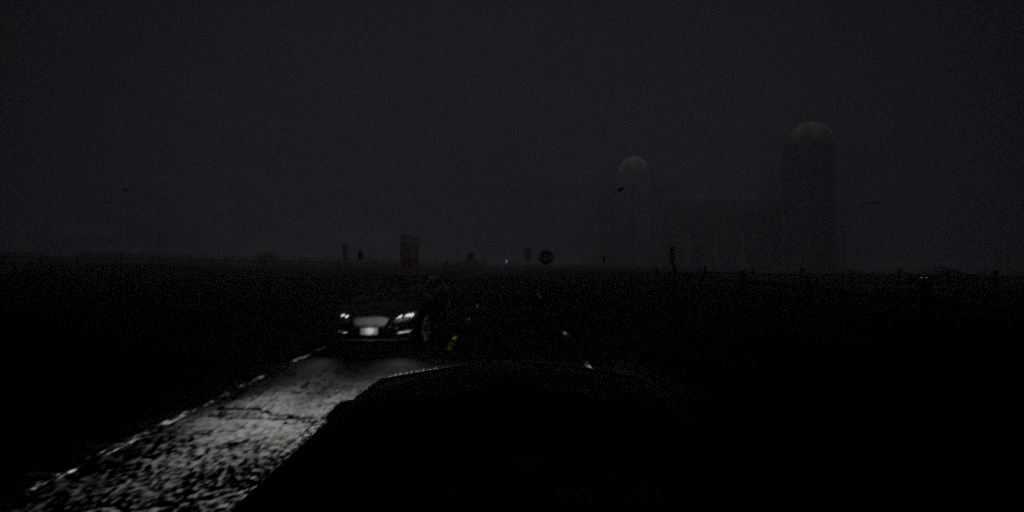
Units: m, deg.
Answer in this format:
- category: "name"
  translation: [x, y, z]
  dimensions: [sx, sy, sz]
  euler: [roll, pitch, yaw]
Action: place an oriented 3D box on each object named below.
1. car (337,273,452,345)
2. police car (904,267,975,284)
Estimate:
- category: "car"
  translation: [-2.831, 1.238, 9.590]
  dimensions: [2.128, 1.511, 4.902]
  euler: [0, 0, 0]
- category: "police car"
  translation: [38.999, 1.823, 32.880]
  dimensions: [5.238, 1.638, 1.930]
  euler: [1, -1, 0]
